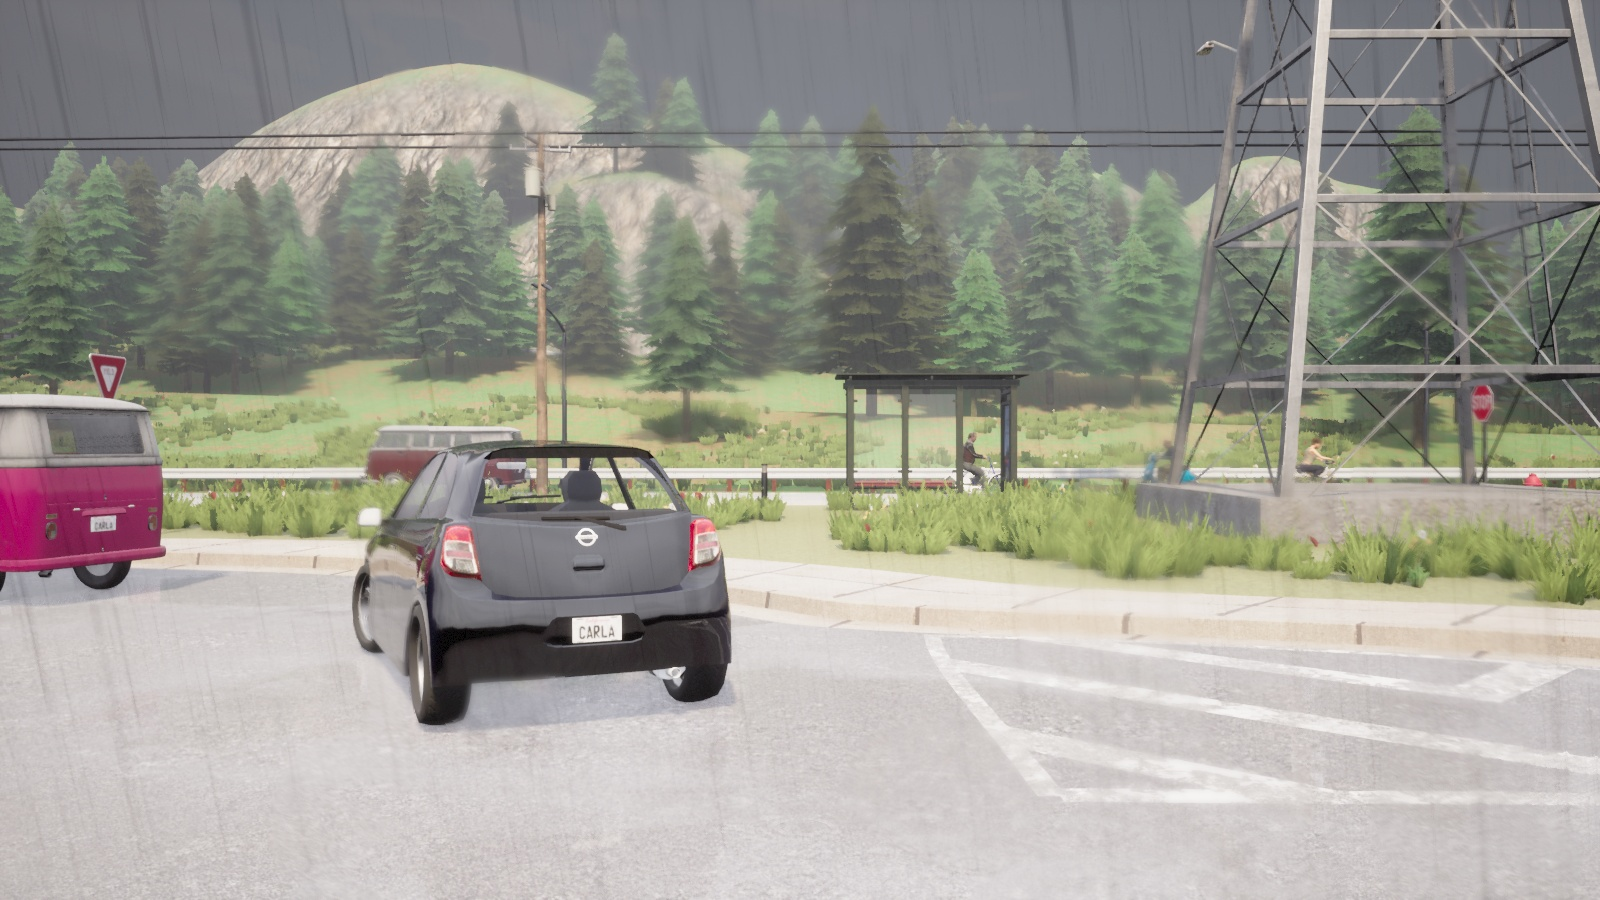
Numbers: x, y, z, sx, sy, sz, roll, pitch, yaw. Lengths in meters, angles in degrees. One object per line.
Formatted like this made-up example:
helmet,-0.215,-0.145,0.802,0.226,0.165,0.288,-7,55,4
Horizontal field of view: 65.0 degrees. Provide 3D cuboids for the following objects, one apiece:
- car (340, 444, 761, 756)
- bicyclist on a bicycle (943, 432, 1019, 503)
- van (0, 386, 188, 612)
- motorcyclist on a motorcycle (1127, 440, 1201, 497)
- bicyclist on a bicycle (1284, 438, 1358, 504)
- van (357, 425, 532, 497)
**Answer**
car,-1.817,0.713,8.088,1.845,1.501,3.633,0,0,-25
bicyclist on a bicycle,4.562,0.441,31.767,1.843,1.776,0.659,0,0,1
van,-8.610,0.422,12.534,4.442,1.987,1.775,0,0,16
motorcyclist on a motorcycle,10.173,0.510,35.166,1.817,1.590,0.866,0,0,1
bicyclist on a bicycle,13.103,0.515,31.620,1.509,1.612,0.866,0,0,1
van,-9.986,0.292,35.495,4.442,1.987,1.775,0,0,1
